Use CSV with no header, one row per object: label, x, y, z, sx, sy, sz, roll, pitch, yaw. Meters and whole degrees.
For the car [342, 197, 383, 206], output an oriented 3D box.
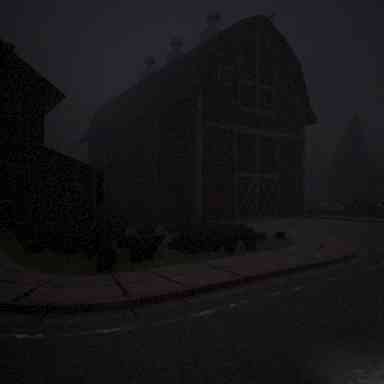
car,18.272,1.363,35.134,2.097,1.767,4.553,0,0,-34
